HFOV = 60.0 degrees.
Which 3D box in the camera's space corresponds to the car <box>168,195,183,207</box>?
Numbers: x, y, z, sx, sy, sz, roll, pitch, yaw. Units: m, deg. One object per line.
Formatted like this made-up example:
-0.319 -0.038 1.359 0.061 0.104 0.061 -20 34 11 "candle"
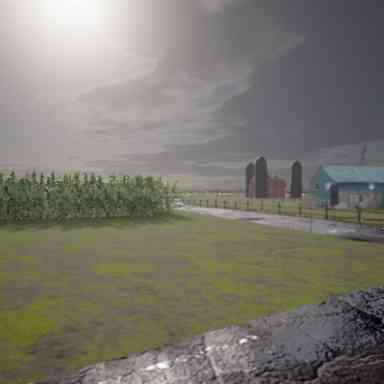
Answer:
-3.342 1.621 58.811 2.150 2.045 5.566 0 0 -18 "car"
